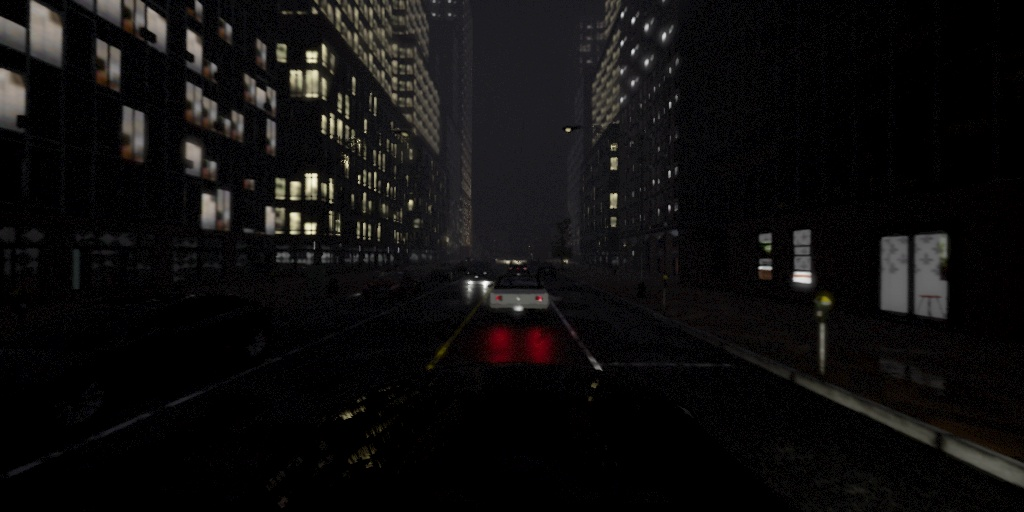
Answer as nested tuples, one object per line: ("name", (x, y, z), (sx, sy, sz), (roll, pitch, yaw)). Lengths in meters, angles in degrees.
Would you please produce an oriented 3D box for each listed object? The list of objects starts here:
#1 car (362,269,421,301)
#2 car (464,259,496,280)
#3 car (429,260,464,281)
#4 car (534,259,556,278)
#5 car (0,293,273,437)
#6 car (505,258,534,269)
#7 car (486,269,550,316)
("car", (-5.496, 1.260, 16.863), (1.802, 1.307, 4.207), (0, 0, 1))
("car", (-2.670, 1.215, 30.227), (2.033, 1.411, 5.357), (0, 0, 1))
("car", (-5.324, 1.203, 28.247), (2.007, 1.370, 4.403), (0, 0, 1))
("car", (3.142, 1.265, 33.800), (1.948, 1.339, 4.313), (0, 0, 1))
("car", (-5.668, 1.268, 5.481), (1.948, 1.339, 4.313), (0, 0, 1))
("car", (0.500, 1.181, 30.034), (2.128, 1.511, 4.902), (0, 0, 1))
("car", (0.245, 1.328, 13.255), (1.895, 1.301, 4.718), (0, 0, 1))
